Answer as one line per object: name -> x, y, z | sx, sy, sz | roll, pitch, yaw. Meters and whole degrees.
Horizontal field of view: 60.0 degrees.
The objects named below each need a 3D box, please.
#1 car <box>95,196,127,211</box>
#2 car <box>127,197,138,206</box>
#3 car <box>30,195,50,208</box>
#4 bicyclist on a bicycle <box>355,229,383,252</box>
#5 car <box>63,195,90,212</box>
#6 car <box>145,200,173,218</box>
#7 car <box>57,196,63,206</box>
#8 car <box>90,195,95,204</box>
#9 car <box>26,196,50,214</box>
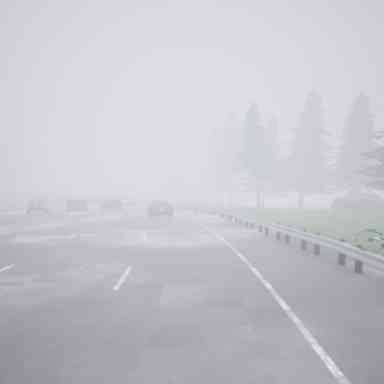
car -> -8.784, 1.213, 35.801 | 2.128, 1.511, 4.902 | 0, 1, -22
car -> -8.675, 1.254, 44.402 | 1.895, 1.301, 4.718 | 0, 0, -25
car -> -20.201, 1.204, 44.085 | 2.033, 1.411, 5.357 | 0, 0, -29
bicyclist on a bicycle -> 5.010, 1.254, 7.935 | 1.620, 0.582, 1.656 | -28, 44, -9
car -> -12.073, 1.208, 34.568 | 1.882, 1.535, 5.008 | 0, 0, -22
car -> -2.819, 1.345, 28.021 | 1.994, 1.385, 4.181 | 0, 0, -13
car -> -17.863, 1.235, 47.061 | 1.895, 1.301, 4.718 | 0, 0, -29
car -> -15.076, 1.143, 49.193 | 1.812, 1.442, 4.674 | 0, 0, -29
car -> -15.021, 1.295, 32.482 | 2.033, 1.411, 5.357 | 0, 0, -21
